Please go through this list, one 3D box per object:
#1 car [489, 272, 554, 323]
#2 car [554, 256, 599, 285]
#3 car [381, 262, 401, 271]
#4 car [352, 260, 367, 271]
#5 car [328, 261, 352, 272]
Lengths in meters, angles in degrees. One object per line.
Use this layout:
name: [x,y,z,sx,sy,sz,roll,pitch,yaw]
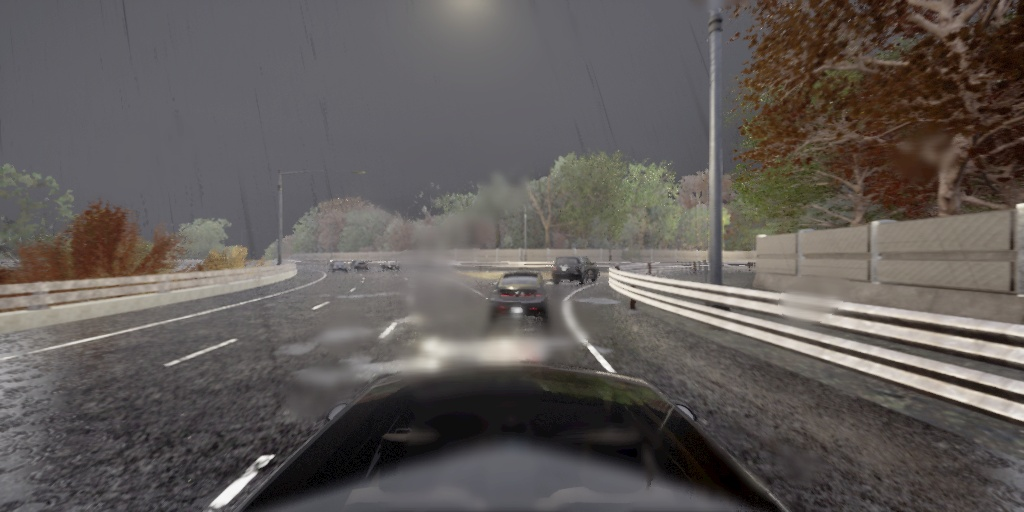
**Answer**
car: [0.384,1.284,12.304,1.837,1.490,4.892,0,0,5]
car: [4.924,1.041,27.184,2.150,2.045,5.566,0,0,28]
car: [-17.755,1.493,52.249,1.895,1.301,4.718,0,0,-32]
car: [-23.234,1.402,54.124,1.837,1.490,4.892,0,0,-34]
car: [-23.394,1.429,48.135,2.033,1.411,5.357,0,0,-32]
